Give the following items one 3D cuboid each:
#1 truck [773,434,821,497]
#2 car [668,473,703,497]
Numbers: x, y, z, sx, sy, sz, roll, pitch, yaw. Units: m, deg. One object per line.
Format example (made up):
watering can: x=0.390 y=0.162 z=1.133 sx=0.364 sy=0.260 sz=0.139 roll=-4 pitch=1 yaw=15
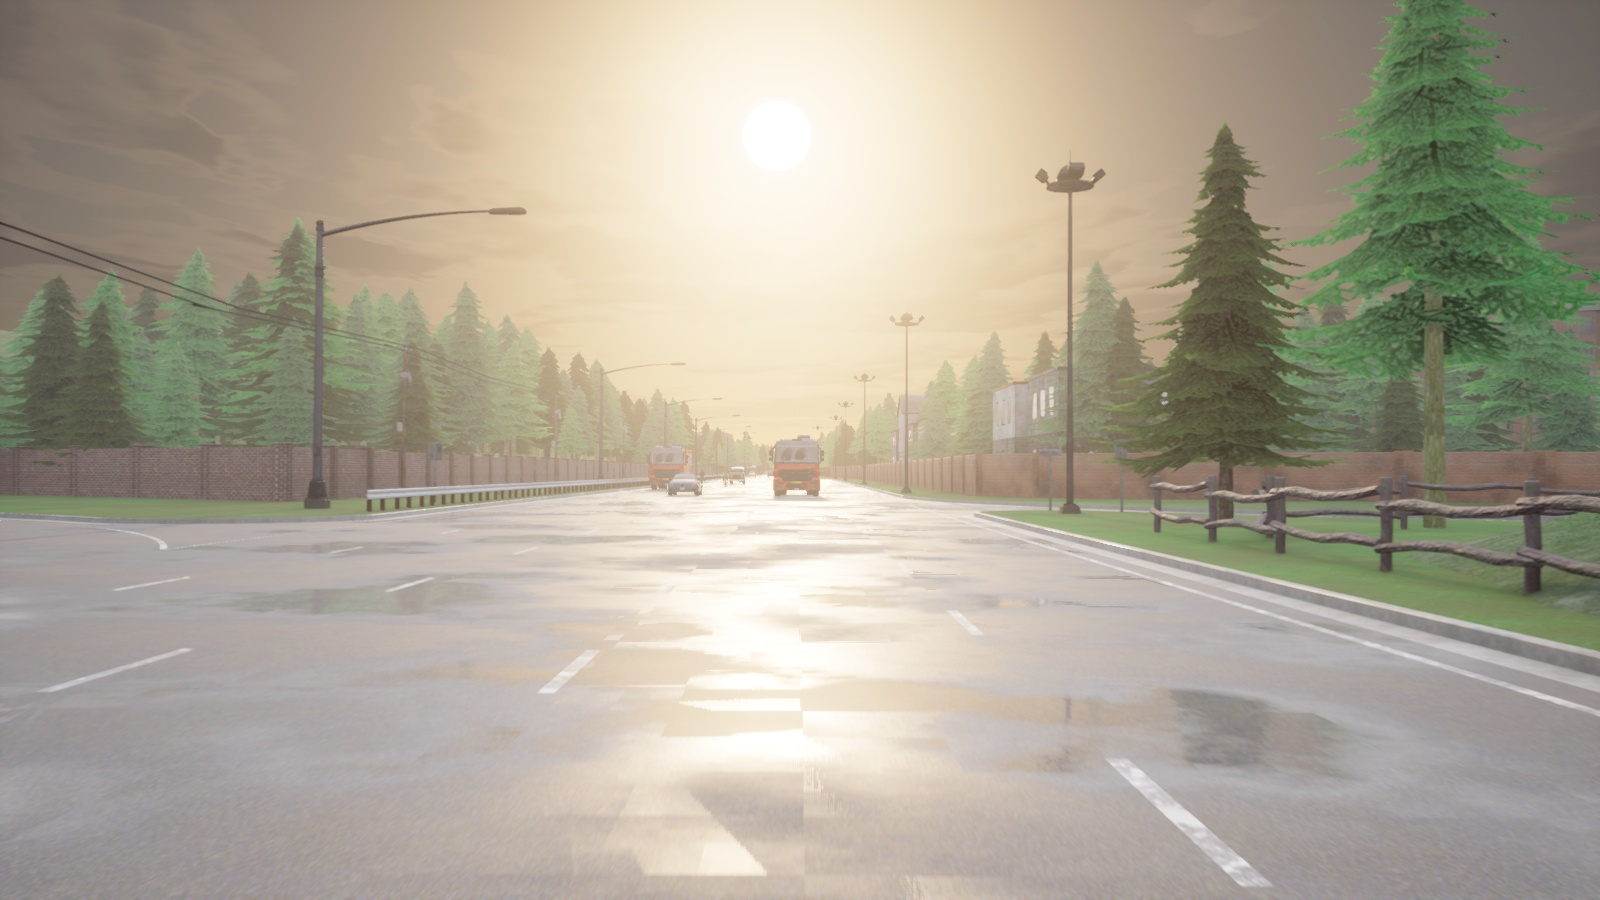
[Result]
truck: x=-0.200 y=1.001 z=80.022 sx=2.891 sy=3.827 sz=8.468 roll=0 pitch=-1 yaw=0
car: x=-7.193 y=2.203 z=79.069 sx=1.812 sy=1.442 sz=4.674 roll=0 pitch=-1 yaw=0
